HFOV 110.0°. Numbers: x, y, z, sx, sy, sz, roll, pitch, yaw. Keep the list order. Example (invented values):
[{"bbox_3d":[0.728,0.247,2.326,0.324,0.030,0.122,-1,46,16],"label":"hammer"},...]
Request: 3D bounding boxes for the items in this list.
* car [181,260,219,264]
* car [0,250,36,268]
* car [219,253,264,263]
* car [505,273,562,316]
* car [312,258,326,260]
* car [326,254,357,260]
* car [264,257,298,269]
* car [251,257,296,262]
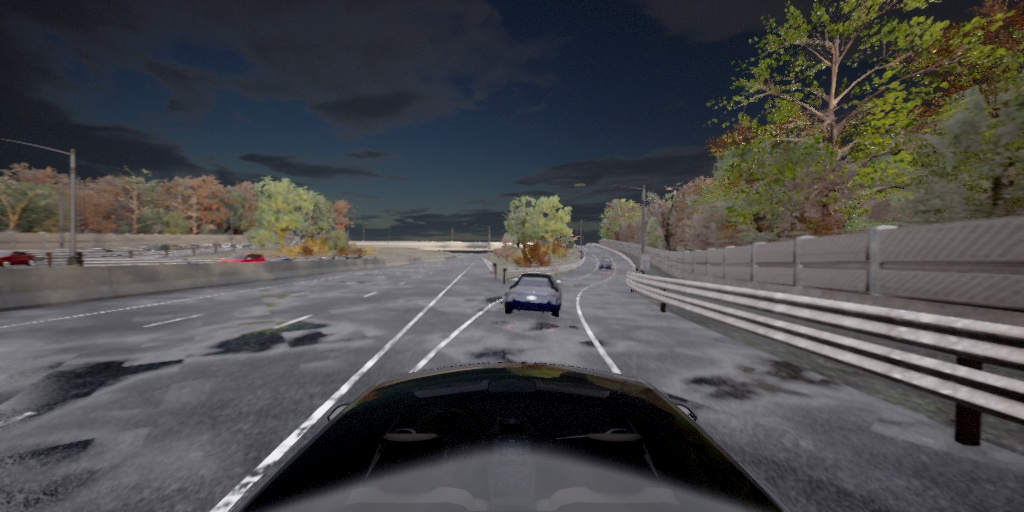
[{"bbox_3d":[-31.439,1.054,34.775,1.895,1.301,4.718,1,0,-5],"label":"car"},{"bbox_3d":[-44.587,0.226,31.492,1.882,1.535,5.008,0,1,-29],"label":"car"},{"bbox_3d":[-28.150,0.708,37.551,2.150,2.045,5.566,1,0,-4],"label":"car"},{"bbox_3d":[0.951,1.370,14.009,1.994,1.385,4.181,3,0,8],"label":"car"},{"bbox_3d":[-29.550,1.027,54.420,2.033,1.411,5.357,1,0,-4],"label":"car"},{"bbox_3d":[-26.096,0.863,55.045,2.097,1.767,4.553,1,0,-4],"label":"car"},{"bbox_3d":[-32.800,0.925,51.111,1.882,1.535,5.008,1,0,-4],"label":"car"},{"bbox_3d":[-24.644,1.081,37.545,1.994,1.385,4.181,1,0,-5],"label":"car"}]
